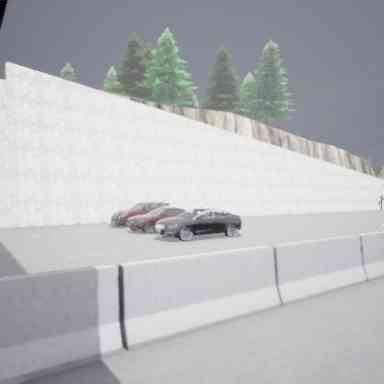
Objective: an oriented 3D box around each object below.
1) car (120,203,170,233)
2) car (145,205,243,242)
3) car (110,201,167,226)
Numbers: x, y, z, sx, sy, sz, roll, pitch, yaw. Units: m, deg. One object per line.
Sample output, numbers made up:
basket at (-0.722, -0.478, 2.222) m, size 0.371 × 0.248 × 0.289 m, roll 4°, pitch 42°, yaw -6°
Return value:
car at (-1.597, 1.620, 19.941) m, size 4.674 × 1.442 × 1.812 m, roll 1°, pitch 0°, yaw -35°
car at (0.419, 1.586, 17.081) m, size 4.902 × 1.511 × 2.128 m, roll 1°, pitch 0°, yaw -35°
car at (-3.274, 1.478, 23.038) m, size 4.553 × 1.767 × 2.097 m, roll 1°, pitch 0°, yaw -36°
